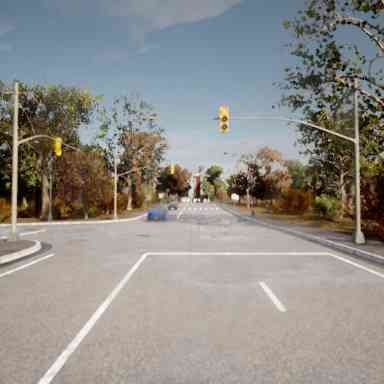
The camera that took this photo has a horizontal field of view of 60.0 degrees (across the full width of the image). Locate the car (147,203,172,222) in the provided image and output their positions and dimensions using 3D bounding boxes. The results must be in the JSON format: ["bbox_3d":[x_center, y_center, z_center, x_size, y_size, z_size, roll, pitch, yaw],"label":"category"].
[{"bbox_3d":[-3.500,2.269,34.568,1.882,1.535,5.008,0,-1,0],"label":"car"}]

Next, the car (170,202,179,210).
[{"bbox_3d":[-3.390,2.447,60.827,2.033,1.411,5.357,0,0,1],"label":"car"}]
